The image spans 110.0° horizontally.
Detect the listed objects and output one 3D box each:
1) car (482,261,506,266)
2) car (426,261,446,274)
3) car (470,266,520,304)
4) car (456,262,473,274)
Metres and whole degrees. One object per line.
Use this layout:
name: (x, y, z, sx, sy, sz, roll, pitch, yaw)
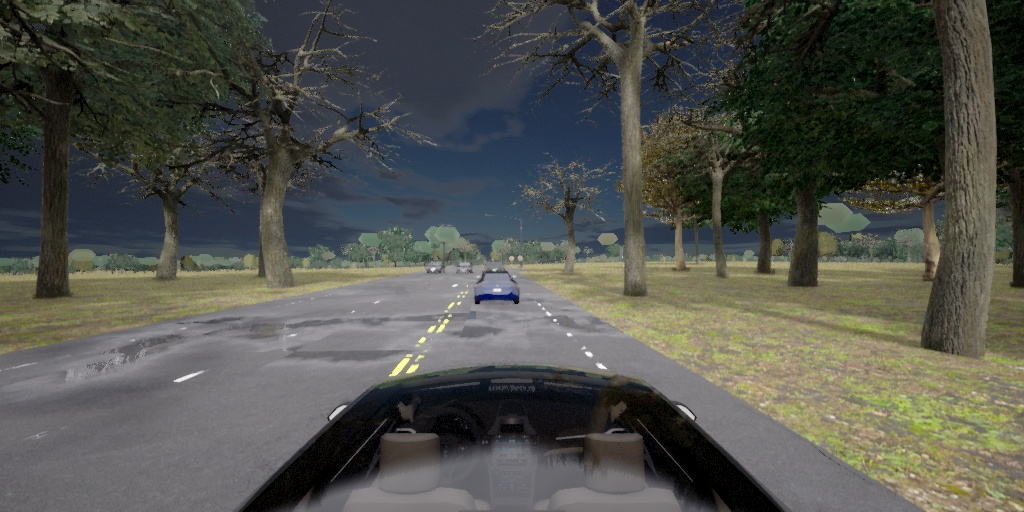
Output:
car: (-1.570, 1.205, 31.454, 2.097, 1.767, 4.553, 0, 0, -3)
car: (-9.306, 1.406, 44.064, 2.128, 1.511, 4.902, 0, 0, -3)
car: (-0.711, 1.357, 16.498, 1.994, 1.385, 4.181, 0, 0, -3)
car: (-5.812, 1.446, 44.263, 1.812, 1.442, 4.674, 0, 0, -3)
